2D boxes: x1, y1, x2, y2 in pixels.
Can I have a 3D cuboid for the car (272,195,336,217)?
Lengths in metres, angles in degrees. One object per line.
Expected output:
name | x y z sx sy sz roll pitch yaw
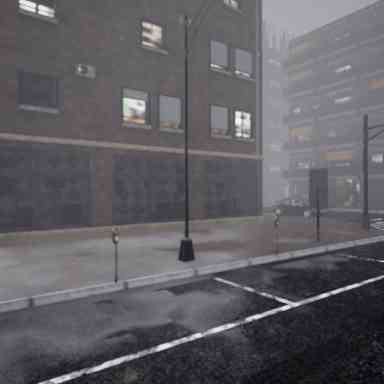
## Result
car | 9.379 1.125 28.320 1.882 1.535 5.008 0 2 -36

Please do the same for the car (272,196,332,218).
car | 8.186 1.230 25.577 2.008 1.369 4.403 1 0 -36
